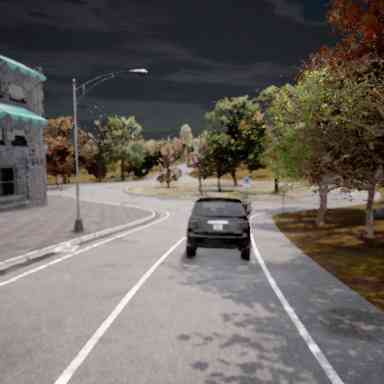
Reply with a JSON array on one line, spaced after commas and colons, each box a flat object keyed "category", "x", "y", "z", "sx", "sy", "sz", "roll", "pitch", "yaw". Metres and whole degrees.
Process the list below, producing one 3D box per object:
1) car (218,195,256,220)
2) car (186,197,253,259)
[{"category": "car", "x": 3.891, "y": 1.232, "z": 27.950, "sx": 2.128, "sy": 1.511, "sz": 4.902, "roll": 2, "pitch": 4, "yaw": 20}, {"category": "car", "x": 1.066, "y": 1.219, "z": 12.925, "sx": 2.150, "sy": 2.045, "sz": 5.566, "roll": 1, "pitch": -1, "yaw": 6}]
